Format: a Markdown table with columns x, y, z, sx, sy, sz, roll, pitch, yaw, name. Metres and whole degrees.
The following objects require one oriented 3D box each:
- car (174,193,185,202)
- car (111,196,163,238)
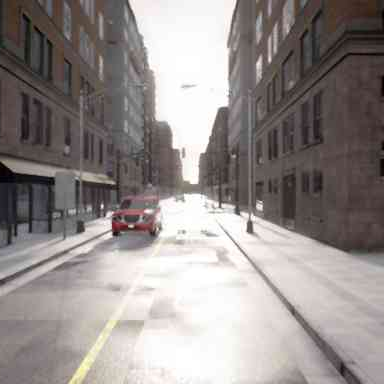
| x | y | z | sx | sy | sz | roll | pitch | yaw | name |
| --- | --- | --- | --- | --- | --- | --- | --- | --- | --- |
| -2.758 | 1.245 | 75.096 | 2.150 | 2.045 | 5.566 | 0 | 0 | 0 | car |
| -2.829 | 1.236 | 18.317 | 2.150 | 2.045 | 5.566 | 0 | 0 | 0 | car |
